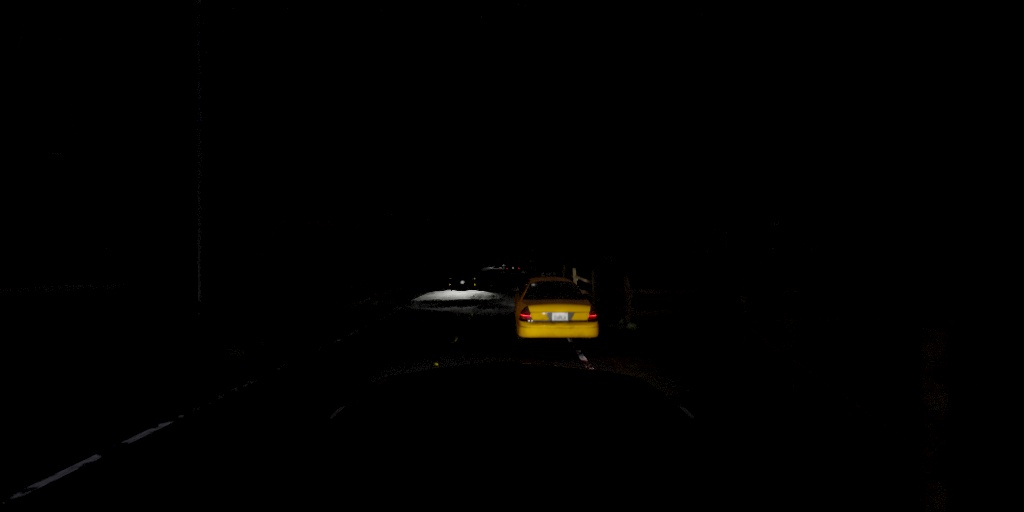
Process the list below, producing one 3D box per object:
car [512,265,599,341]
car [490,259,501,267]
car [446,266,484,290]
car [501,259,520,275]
[{"bbox_3d":[0.972,1.202,9.814,1.801,1.575,5.366,0,0,0],"label":"car"},{"bbox_3d":[-2.743,1.328,63.812,1.994,1.385,4.181,0,0,0],"label":"car"},{"bbox_3d":[-2.825,1.309,22.418,1.994,1.385,4.181,0,0,0],"label":"car"},{"bbox_3d":[0.124,1.296,39.481,2.033,1.411,5.357,0,0,0],"label":"car"}]
